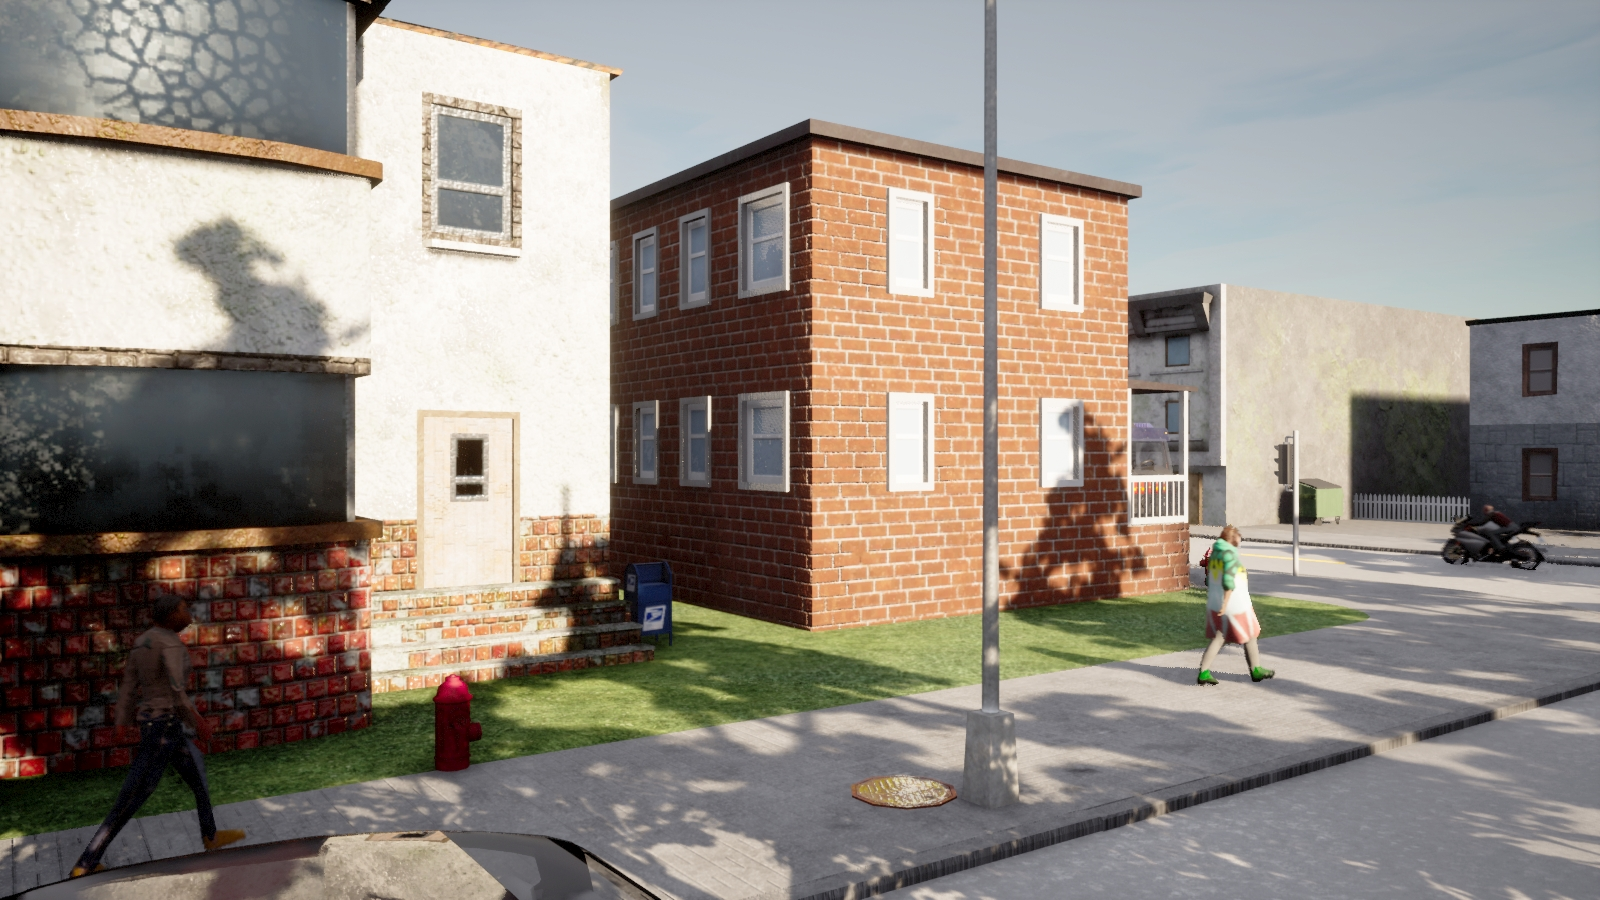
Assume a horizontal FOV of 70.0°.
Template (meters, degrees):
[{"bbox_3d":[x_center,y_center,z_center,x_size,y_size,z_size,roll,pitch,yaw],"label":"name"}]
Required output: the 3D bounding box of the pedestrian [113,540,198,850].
[{"bbox_3d":[-4.102,1.524,7.268,0.375,1.860,0.375,0,0,43],"label":"pedestrian"}]

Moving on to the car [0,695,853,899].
[{"bbox_3d":[-1.878,1.806,3.034,3.705,1.549,1.789,0,0,-35],"label":"car"}]

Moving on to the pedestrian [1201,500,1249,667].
[{"bbox_3d":[4.872,1.516,13.107,0.375,1.860,0.375,0,0,-13],"label":"pedestrian"}]
